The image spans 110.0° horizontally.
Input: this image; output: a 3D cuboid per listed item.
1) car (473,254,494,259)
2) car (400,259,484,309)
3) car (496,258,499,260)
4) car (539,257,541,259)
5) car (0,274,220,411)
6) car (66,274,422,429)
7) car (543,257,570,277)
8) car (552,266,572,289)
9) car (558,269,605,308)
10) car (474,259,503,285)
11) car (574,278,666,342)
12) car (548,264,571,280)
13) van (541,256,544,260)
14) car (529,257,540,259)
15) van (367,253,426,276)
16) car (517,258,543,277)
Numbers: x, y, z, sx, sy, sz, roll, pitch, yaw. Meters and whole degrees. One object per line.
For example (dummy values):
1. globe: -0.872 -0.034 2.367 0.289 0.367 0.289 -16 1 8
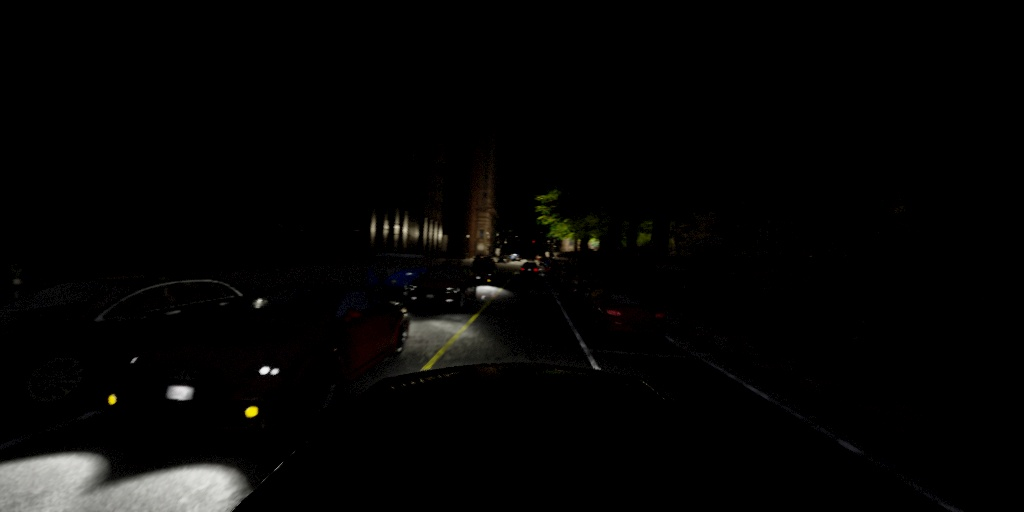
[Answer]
1. car: -3.639 0.706 43.944 2.192 1.841 5.009 0 0 3
2. car: -2.566 1.061 14.366 1.882 1.535 5.008 3 0 3
3. car: -3.334 0.808 49.460 1.967 1.591 4.097 0 0 3
4. car: 5.482 1.294 61.321 1.837 1.490 4.892 3 0 3
5. car: -5.770 0.959 5.321 2.007 1.370 4.403 0 0 3
6. car: -3.063 1.130 5.423 1.994 1.385 4.181 3 0 3
7. car: 4.249 1.234 32.451 2.192 1.841 5.009 0 0 3
8. car: 3.638 1.495 21.415 1.948 1.339 4.313 0 0 3
9. car: 3.336 1.477 15.898 2.007 1.370 4.403 0 0 3
10. car: -2.012 1.151 24.335 1.994 1.385 4.181 3 0 3
11. car: 3.032 1.502 10.380 1.802 1.307 4.207 0 0 3
12. car: 3.944 1.509 26.934 1.802 1.307 4.207 0 0 3
13. van: 5.165 1.209 49.002 1.690 1.789 3.998 0 0 3
14. car: 2.563 1.271 50.228 1.994 1.385 4.181 3 1 4
15. van: -5.162 0.768 16.356 1.690 1.789 3.998 0 0 3
16. car: 1.764 1.303 35.726 2.033 1.411 5.357 3 0 3
